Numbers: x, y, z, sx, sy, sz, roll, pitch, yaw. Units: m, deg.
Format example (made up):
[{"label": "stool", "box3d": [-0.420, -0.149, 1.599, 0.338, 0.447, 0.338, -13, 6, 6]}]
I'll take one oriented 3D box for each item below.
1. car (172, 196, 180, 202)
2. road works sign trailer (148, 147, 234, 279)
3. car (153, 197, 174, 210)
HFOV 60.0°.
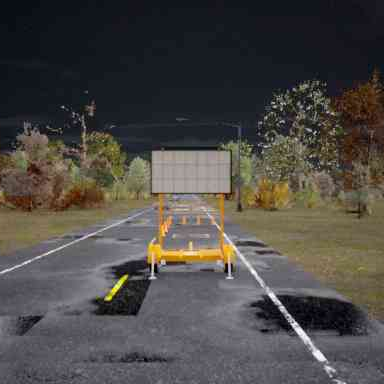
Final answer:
[{"label": "car", "box3d": [-3.690, 1.532, 72.861, 1.812, 1.442, 4.674, 0, 0, 0]}, {"label": "road works sign trailer", "box3d": [-0.026, 0.464, 9.993, 2.380, 3.560, 2.880, 0, 0, 0]}, {"label": "car", "box3d": [-3.709, 1.601, 41.759, 1.895, 1.301, 4.718, 0, 0, 0]}]
